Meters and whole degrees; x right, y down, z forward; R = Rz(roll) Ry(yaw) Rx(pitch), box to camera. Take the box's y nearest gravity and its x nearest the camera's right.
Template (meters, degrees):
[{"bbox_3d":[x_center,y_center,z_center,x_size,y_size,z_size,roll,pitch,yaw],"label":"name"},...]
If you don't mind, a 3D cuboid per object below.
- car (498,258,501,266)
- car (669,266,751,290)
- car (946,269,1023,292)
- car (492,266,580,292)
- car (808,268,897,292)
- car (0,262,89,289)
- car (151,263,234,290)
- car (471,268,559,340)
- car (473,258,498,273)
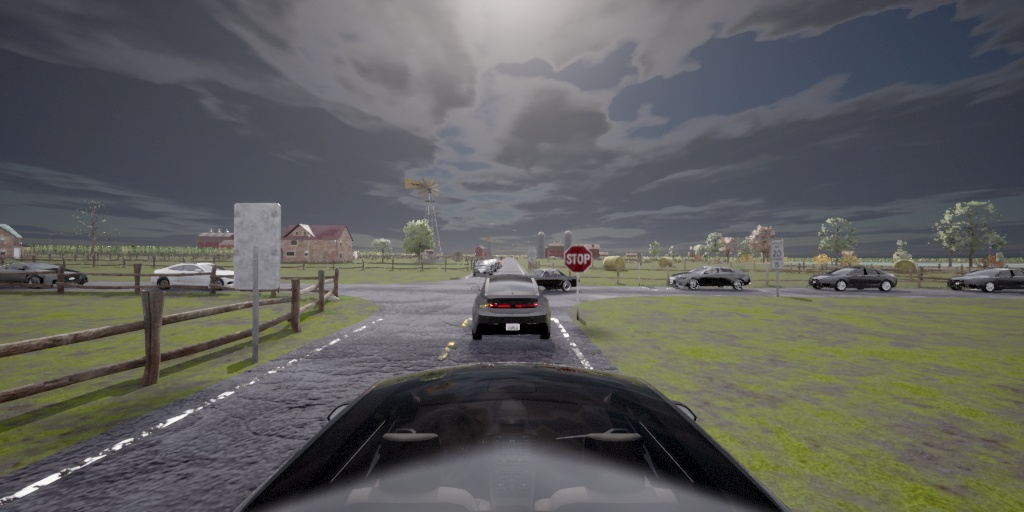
[{"bbox_3d":[-2.880,1.241,46.136,2.128,1.511,4.902,0,0,0],"label":"car"},{"bbox_3d":[12.785,1.396,23.289,4.902,1.511,2.128,1,-1,-2],"label":"car"},{"bbox_3d":[31.689,1.587,23.593,4.892,1.490,1.837,1,-1,-1],"label":"car"},{"bbox_3d":[1.488,1.369,20.053,4.718,1.301,1.895,1,0,-35],"label":"car"},{"bbox_3d":[22.186,1.499,23.466,4.892,1.490,1.837,1,-1,-1],"label":"car"},{"bbox_3d":[-26.375,1.048,19.823,4.181,1.385,1.994,1,-1,-1],"label":"car"},{"bbox_3d":[-17.255,1.104,19.951,4.674,1.442,1.812,1,-1,-1],"label":"car"},{"bbox_3d":[-0.079,1.256,10.006,1.837,1.490,4.892,0,0,-2],"label":"car"},{"bbox_3d":[-2.882,1.243,36.691,2.128,1.511,4.902,0,0,0],"label":"car"}]
